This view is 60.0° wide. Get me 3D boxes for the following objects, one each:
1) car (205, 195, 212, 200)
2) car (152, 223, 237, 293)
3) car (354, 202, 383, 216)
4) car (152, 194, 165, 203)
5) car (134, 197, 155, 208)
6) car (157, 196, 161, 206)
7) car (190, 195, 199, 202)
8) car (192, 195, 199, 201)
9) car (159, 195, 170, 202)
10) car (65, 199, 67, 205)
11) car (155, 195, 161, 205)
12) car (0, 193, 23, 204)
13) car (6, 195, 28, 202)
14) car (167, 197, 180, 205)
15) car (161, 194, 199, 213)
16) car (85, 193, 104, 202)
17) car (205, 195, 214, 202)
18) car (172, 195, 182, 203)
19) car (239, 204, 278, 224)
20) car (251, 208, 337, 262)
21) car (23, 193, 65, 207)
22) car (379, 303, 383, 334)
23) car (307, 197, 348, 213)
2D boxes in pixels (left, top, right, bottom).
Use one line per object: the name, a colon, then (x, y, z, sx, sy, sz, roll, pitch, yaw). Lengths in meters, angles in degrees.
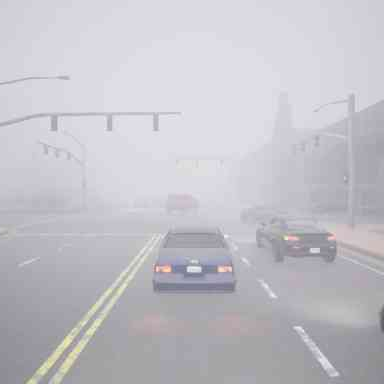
car: (4.359, 1.470, 88.527, 1.994, 1.385, 4.181, 0, 0, 2)
car: (0.060, 1.547, 8.963, 2.033, 1.411, 5.357, 0, 0, 0)
car: (18.263, 1.601, 31.706, 4.718, 1.301, 1.895, 0, 0, 0)
car: (-6.705, 1.352, 67.715, 2.097, 1.767, 4.553, 0, 0, 2)
car: (-7.226, 1.492, 48.793, 2.128, 1.511, 4.902, 0, 0, 1)
car: (-3.687, 1.601, 50.885, 1.895, 1.301, 4.718, 0, 0, 1)
car: (0.591, 1.478, 78.313, 1.882, 1.535, 5.008, 0, 0, 2)
car: (0.860, 1.524, 88.613, 1.812, 1.442, 4.674, 0, 0, 2)
car: (-6.425, 1.460, 77.827, 1.882, 1.535, 5.008, 0, 0, 2)
car: (-21.415, 1.156, 51.285, 3.866, 1.878, 1.905, 0, 0, 0)
car: (-7.031, 1.564, 57.705, 1.994, 1.385, 4.181, 0, 0, 2)
car: (-38.960, 1.153, 70.899, 4.605, 1.855, 1.932, 0, 0, 0)
car: (-38.895, 1.364, 73.795, 3.905, 1.438, 1.784, 0, 0, 0)
car: (-3.431, 1.564, 60.943, 1.994, 1.385, 4.181, 0, 0, 2)
car: (-1.001, 1.221, 36.586, 2.150, 2.045, 5.566, 1, 0, 20)
car: (-21.440, 1.156, 70.909, 3.866, 1.878, 1.905, 0, 0, 0)
car: (4.102, 1.549, 78.736, 1.994, 1.385, 4.181, 0, 0, 2)
car: (-3.097, 1.500, 71.232, 1.837, 1.490, 4.892, 0, 0, 2)
car: (5.558, 1.564, 24.455, 4.181, 1.385, 1.994, 0, 0, -1)
car: (3.566, 1.526, 11.954, 1.812, 1.442, 4.674, 0, 0, 0)
car: (-21.471, 1.153, 48.391, 4.605, 1.855, 1.932, 0, 0, 0)
car: (3.595, 1.526, 2.848, 1.812, 1.442, 4.674, 0, 0, 1)
car: (14.670, 1.352, 35.220, 4.553, 1.767, 2.097, 0, 0, 0)
